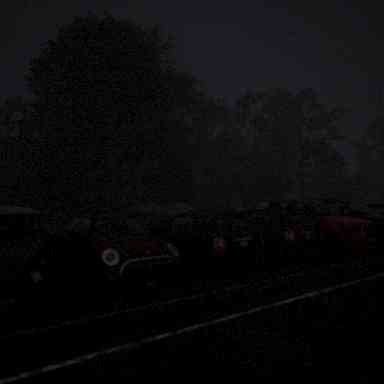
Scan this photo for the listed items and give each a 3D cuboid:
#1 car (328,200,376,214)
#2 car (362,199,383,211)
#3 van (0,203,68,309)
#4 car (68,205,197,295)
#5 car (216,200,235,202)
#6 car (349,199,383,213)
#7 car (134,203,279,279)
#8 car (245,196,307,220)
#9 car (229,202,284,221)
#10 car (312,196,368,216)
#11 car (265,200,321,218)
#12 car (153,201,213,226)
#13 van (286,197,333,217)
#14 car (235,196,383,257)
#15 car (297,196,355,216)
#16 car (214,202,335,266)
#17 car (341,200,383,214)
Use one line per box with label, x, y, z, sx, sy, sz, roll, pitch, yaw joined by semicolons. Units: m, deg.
car;19.350;1.826;40.468;2.163;1.488;4.792;0;0;-36
car;26.147;1.826;45.287;2.097;1.535;5.008;0;0;-36
van;-4.350;1.253;7.257;1.878;1.987;4.442;1;0;-36
car;-2.157;1.377;9.008;2.185;1.767;4.553;1;0;-36
car;3.545;1.517;29.166;2.185;1.767;4.553;1;0;-36
car;23.778;1.816;43.826;1.946;1.575;5.366;0;0;-36
car;0.160;1.401;10.588;2.185;1.767;4.553;1;0;-36
car;8.063;1.439;32.395;2.435;2.045;5.566;1;0;-36
car;5.837;1.696;30.733;2.163;1.488;4.792;1;0;-36
car;17.128;1.528;38.808;2.435;2.045;5.566;0;0;-36
car;10.228;1.711;34.137;1.946;1.575;5.366;1;0;-36
car;-0.844;1.592;25.761;1.946;1.575;5.366;1;0;-36
van;12.527;1.512;35.696;1.878;1.987;4.442;1;0;-36
car;4.719;1.323;13.852;2.435;2.045;5.566;1;0;-36
car;14.836;1.510;37.239;2.435;2.045;5.566;1;0;-36
car;2.440;1.425;12.219;2.185;1.767;4.553;1;0;-36
car;21.648;1.842;42.039;2.163;1.488;4.792;0;0;-36
